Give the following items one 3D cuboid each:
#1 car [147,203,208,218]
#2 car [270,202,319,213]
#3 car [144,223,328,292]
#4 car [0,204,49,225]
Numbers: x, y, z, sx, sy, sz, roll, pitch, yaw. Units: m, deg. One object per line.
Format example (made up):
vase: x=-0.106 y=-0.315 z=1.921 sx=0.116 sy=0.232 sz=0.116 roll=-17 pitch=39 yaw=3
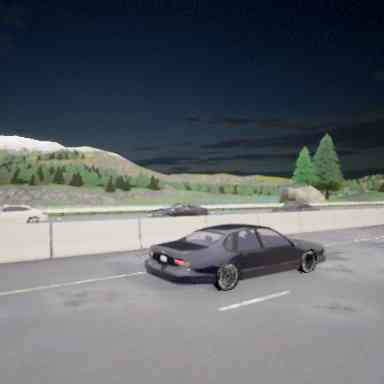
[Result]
car: x=-1.029 y=1.555 z=24.712 sx=4.902 sy=1.511 sz=2.128 roll=0 pitch=0 yaw=-35
car: x=8.323 y=1.626 z=27.003 sx=4.892 sy=1.490 sz=1.837 roll=1 pitch=0 yaw=-35
car: x=1.399 y=1.580 z=9.032 sx=5.357 sy=1.411 sz=2.033 roll=0 pitch=0 yaw=-35
car: x=-11.753 y=1.521 z=21.384 sx=4.674 sy=1.442 sz=1.812 roll=0 pitch=0 yaw=-36
